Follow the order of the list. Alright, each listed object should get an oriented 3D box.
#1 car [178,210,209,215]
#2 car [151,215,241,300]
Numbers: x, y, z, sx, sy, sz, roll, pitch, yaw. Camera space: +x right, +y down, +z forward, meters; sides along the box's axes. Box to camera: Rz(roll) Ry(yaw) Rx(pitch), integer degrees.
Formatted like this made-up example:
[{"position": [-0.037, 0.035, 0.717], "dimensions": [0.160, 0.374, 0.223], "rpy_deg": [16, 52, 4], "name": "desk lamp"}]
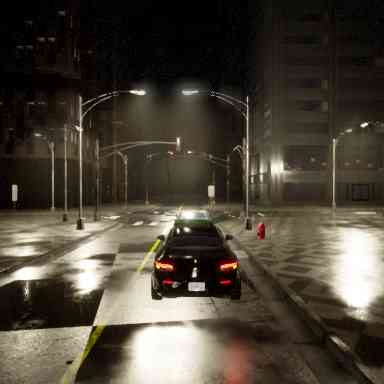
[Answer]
[{"position": [0.071, 1.593, 17.260], "dimensions": [1.895, 1.301, 4.718], "rpy_deg": [0, 0, 0], "name": "car"}, {"position": [0.083, 1.523, 8.236], "dimensions": [1.812, 1.442, 4.674], "rpy_deg": [0, 0, 0], "name": "car"}]
